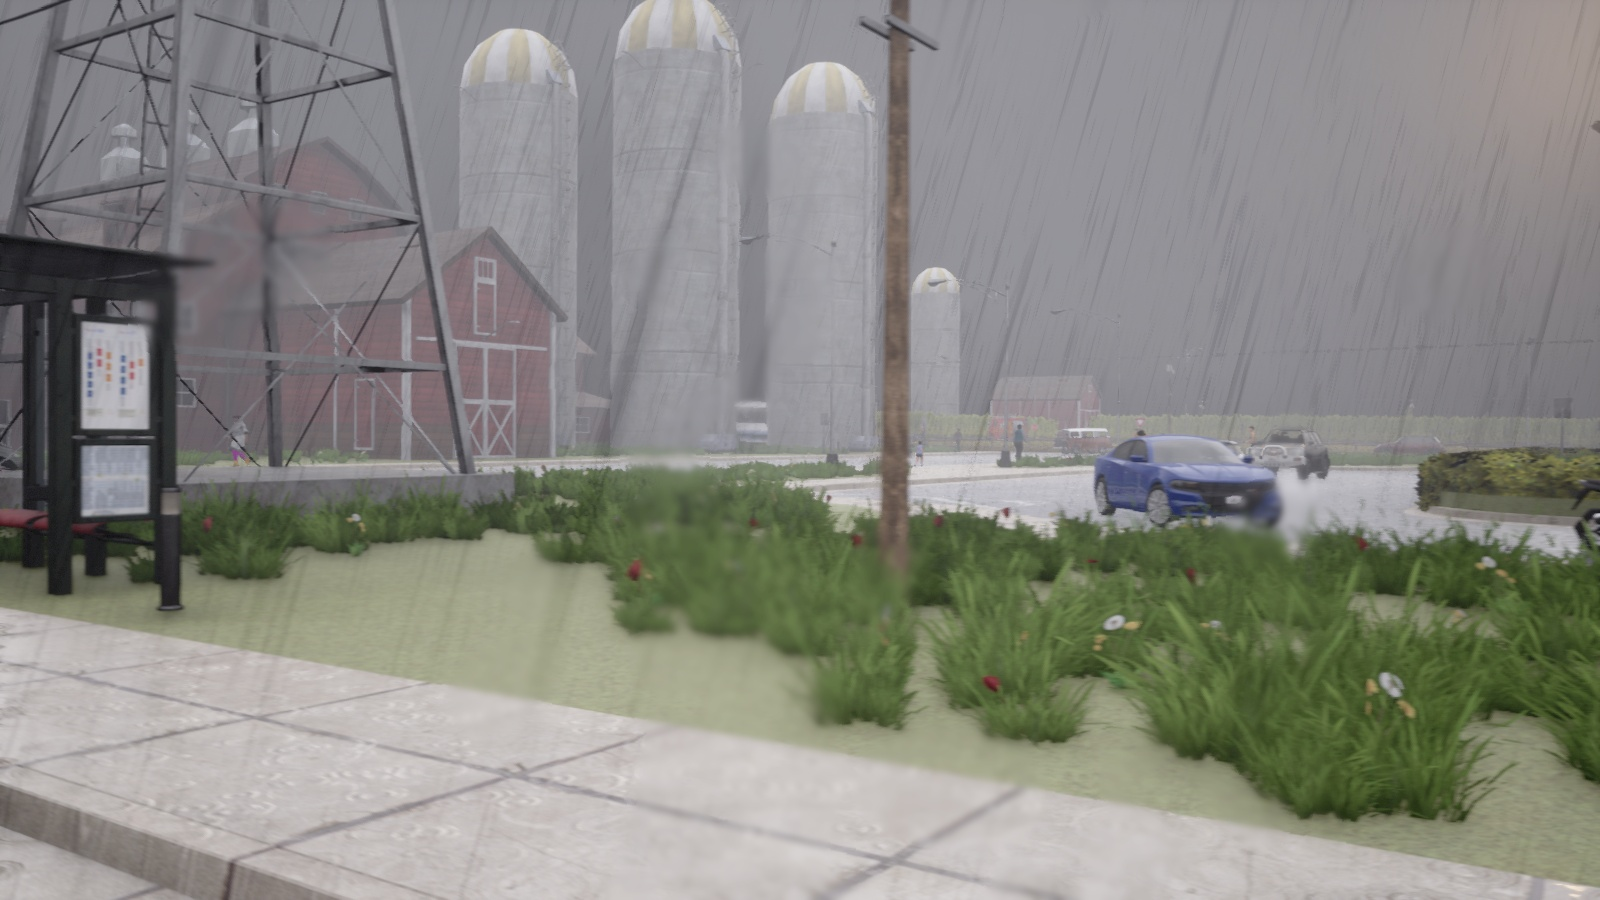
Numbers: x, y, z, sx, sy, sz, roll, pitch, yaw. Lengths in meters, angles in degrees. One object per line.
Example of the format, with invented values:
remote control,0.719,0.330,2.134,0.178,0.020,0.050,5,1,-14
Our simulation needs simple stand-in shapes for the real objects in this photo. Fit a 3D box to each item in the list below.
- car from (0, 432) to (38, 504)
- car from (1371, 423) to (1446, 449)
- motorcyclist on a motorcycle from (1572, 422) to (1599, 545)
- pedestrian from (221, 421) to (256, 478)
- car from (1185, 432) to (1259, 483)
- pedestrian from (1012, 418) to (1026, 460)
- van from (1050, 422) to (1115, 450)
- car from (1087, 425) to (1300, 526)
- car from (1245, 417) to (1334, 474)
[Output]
car,-19.503,0.425,27.891,1.851,1.617,3.988,0,1,33
car,42.732,-1.001,88.153,4.553,1.767,2.097,0,1,31
motorcyclist on a motorcycle,10.726,0.406,15.402,2.044,1.523,0.797,0,1,41
pedestrian,-19.432,-0.031,43.451,0.659,1.952,0.873,0,1,32
car,11.963,0.193,35.545,1.481,1.376,2.207,0,1,33
pedestrian,10.111,-0.495,57.867,0.396,1.930,0.692,0,1,32
van,21.698,-1.059,96.469,4.480,2.038,2.069,-1,0,-23
car,6.576,0.354,21.665,1.882,1.535,5.008,-1,1,-3
car,16.805,-0.191,43.016,1.932,1.855,4.605,0,1,33
